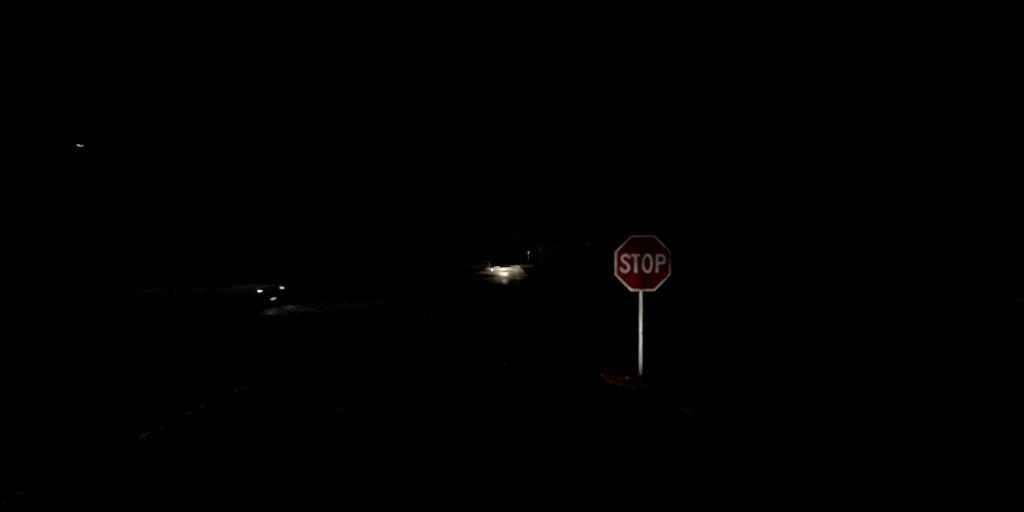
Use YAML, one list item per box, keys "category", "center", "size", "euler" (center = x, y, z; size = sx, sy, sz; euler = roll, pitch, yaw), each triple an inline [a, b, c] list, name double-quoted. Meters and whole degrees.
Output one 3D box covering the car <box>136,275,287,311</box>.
- category: "car"
  center: [-12.041, 1.454, 14.647]
  size: [4.718, 1.301, 1.895]
  euler: [0, 0, -3]
